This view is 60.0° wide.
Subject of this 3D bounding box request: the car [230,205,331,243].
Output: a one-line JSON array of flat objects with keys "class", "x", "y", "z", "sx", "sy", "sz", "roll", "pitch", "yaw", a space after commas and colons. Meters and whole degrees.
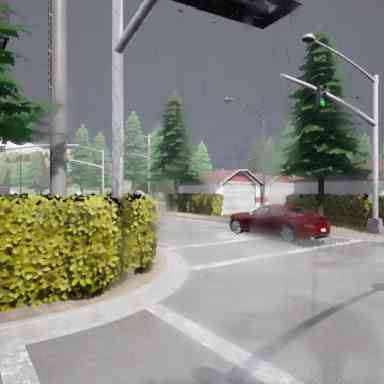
[{"class": "car", "x": 3.856, "y": 1.327, "z": 15.386, "sx": 1.882, "sy": 1.535, "sz": 5.008, "roll": 0, "pitch": 1, "yaw": -36}]
